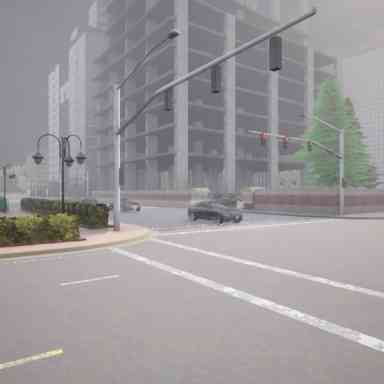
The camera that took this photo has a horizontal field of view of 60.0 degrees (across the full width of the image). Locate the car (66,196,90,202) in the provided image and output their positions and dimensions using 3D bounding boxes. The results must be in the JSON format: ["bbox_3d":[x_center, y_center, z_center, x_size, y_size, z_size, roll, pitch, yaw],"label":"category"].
[{"bbox_3d":[-17.780,1.436,50.517,2.128,1.511,4.902,0,0,-36],"label":"car"}]

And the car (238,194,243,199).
[{"bbox_3d":[7.382,1.114,55.179,1.905,1.878,3.866,0,0,-36],"label":"car"}]

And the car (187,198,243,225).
[{"bbox_3d":[1.557,1.451,23.869,1.837,1.490,4.892,0,0,-36],"label":"car"}]

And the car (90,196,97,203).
[{"bbox_3d":[-20.676,1.545,66.696,1.895,1.301,4.718,0,0,-36],"label":"car"}]

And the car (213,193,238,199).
[{"bbox_3d":[4.993,1.114,53.464,1.905,1.878,3.866,0,0,-36],"label":"car"}]

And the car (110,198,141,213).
[{"bbox_3d":[-7.265,1.437,36.004,2.128,1.511,4.902,0,0,-36],"label":"car"}]
